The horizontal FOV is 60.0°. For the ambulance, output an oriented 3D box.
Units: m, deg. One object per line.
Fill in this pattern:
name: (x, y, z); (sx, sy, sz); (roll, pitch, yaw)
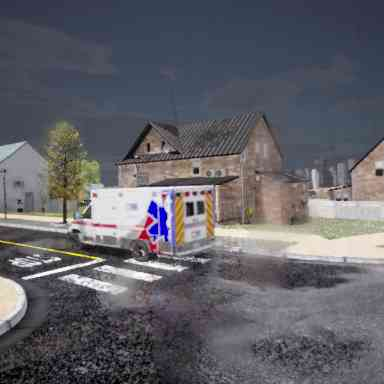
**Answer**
ambulance: (-2.168, 1.070, 12.495); (6.366, 2.431, 2.351); (-1, 2, 37)
